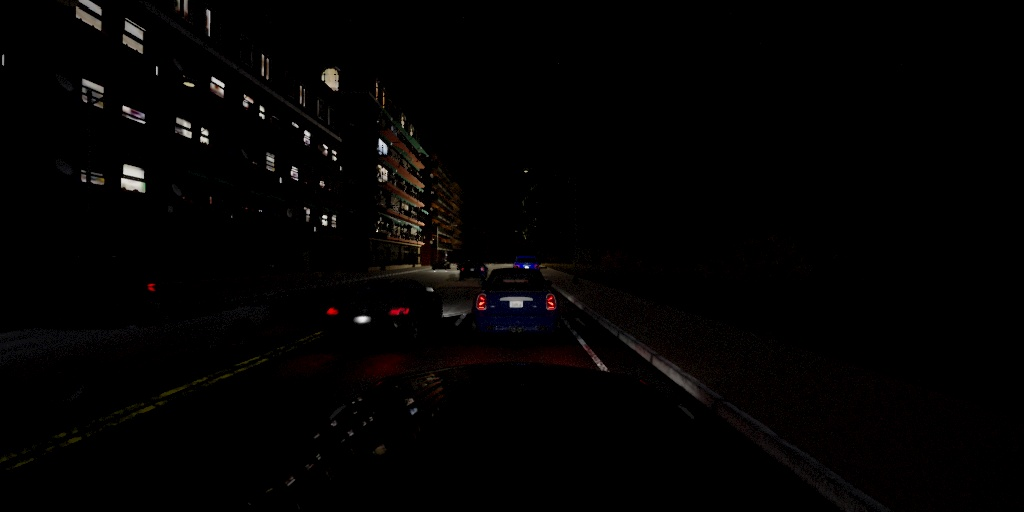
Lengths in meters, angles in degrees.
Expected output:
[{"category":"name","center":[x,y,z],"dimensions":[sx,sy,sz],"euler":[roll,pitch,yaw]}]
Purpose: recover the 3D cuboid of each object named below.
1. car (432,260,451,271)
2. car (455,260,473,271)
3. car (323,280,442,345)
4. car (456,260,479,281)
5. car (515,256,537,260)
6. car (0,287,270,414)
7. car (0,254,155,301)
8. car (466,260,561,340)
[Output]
[{"category":"car","center":[-9.825,1.300,50.131],"dimensions":[2.033,1.411,5.357],"euler":[0,0,0]},{"category":"car","center":[-6.574,1.258,49.692],"dimensions":[1.837,1.490,4.892],"euler":[0,0,0]},{"category":"car","center":[-3.147,1.314,9.548],"dimensions":[1.994,1.385,4.181],"euler":[0,0,0]},{"category":"car","center":[-3.141,1.105,30.499],"dimensions":[2.097,1.767,4.553],"euler":[0,0,0]},{"category":"car","center":[1.151,0.979,30.130],"dimensions":[2.150,2.045,5.566],"euler":[0,0,0]},{"category":"car","center":[-6.598,1.351,6.141],"dimensions":[1.895,1.301,4.718],"euler":[0,0,0]},{"category":"car","center":[-9.849,0.972,6.523],"dimensions":[2.150,2.045,5.566],"euler":[0,0,0]},{"category":"car","center":[0.103,1.103,10.177],"dimensions":[2.097,1.767,4.553],"euler":[0,0,0]}]
